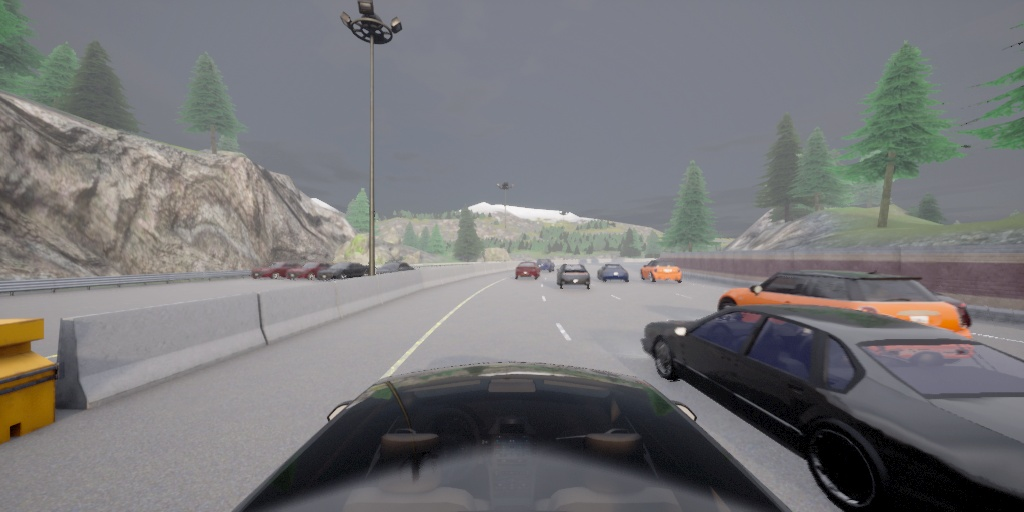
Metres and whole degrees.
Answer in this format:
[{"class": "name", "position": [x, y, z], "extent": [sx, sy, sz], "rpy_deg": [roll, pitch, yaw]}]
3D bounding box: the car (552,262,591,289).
[{"class": "car", "position": [3.884, 1.241, 23.031], "extent": [2.128, 1.511, 4.902], "rpy_deg": [0, 0, 5]}]

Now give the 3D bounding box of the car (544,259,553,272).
[{"class": "car", "position": [4.138, 1.101, 45.028], "extent": [2.097, 1.767, 4.553], "rpy_deg": [0, 0, 14]}]

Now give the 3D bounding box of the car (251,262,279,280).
[{"class": "car", "position": [-20.052, 1.227, 31.098], "extent": [1.882, 1.535, 5.008], "rpy_deg": [0, 0, 8]}]

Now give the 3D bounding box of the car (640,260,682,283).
[{"class": "car", "position": [11.490, 1.101, 27.985], "extent": [2.097, 1.767, 4.553], "rpy_deg": [0, 0, 7]}]

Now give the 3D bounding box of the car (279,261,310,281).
[{"class": "car", "position": [-16.642, 1.227, 30.188], "extent": [1.882, 1.535, 5.008], "rpy_deg": [0, 0, 7]}]

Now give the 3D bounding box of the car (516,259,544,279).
[{"class": "car", "position": [1.511, 1.227, 32.151], "extent": [1.882, 1.535, 5.008], "rpy_deg": [0, 0, 9]}]

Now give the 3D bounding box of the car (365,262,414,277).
[{"class": "car", "position": [-9.679, 1.254, 29.458], "extent": [1.837, 1.490, 4.892], "rpy_deg": [0, 0, 7]}]

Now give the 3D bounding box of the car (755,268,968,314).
[{"class": "car", "position": [6.828, 1.102, 8.177], "extent": [2.097, 1.767, 4.553], "rpy_deg": [0, 0, -1]}]

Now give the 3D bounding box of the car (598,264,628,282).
[{"class": "car", "position": [8.097, 1.313, 28.996], "extent": [1.994, 1.385, 4.181], "rpy_deg": [0, 0, 7]}]

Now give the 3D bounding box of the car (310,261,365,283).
[{"class": "car", "position": [-13.323, 1.227, 28.486], "extent": [1.882, 1.535, 5.008], "rpy_deg": [0, 0, 7]}]

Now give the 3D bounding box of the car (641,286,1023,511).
[{"class": "car", "position": [3.400, 1.297, 4.182], "extent": [2.033, 1.411, 5.357], "rpy_deg": [0, 0, -3]}]
